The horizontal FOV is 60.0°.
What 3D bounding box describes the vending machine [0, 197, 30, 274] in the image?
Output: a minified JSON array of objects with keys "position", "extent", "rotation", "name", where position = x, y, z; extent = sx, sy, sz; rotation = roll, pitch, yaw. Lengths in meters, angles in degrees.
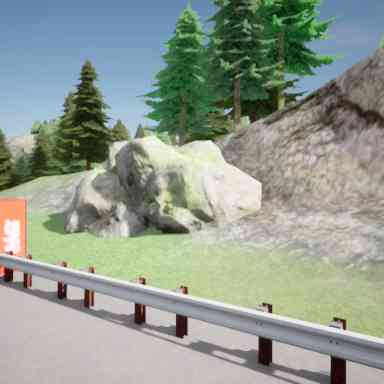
[{"position":[-5.416,1.193,9.531],"extent":[0.880,2.100,1.100],"rotation":[0,0,35],"name":"vending machine"}]
